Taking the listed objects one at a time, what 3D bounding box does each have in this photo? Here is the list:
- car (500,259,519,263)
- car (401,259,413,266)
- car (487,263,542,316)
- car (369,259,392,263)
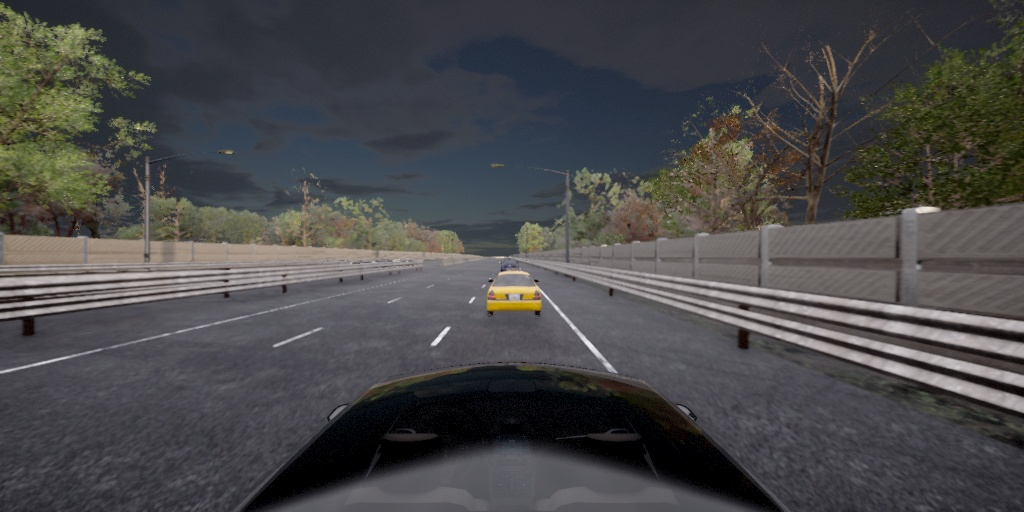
[{"bbox_3d":[-0.281,1.105,42.416,2.097,1.767,4.553,0,0,-1],"label":"car"},{"bbox_3d":[-18.317,1.249,61.531,2.128,1.511,4.902,0,0,-1],"label":"car"},{"bbox_3d":[0.057,1.206,13.330,1.801,1.575,5.366,0,0,0],"label":"car"},{"bbox_3d":[-21.801,1.250,60.798,2.128,1.511,4.902,0,0,-1],"label":"car"}]
